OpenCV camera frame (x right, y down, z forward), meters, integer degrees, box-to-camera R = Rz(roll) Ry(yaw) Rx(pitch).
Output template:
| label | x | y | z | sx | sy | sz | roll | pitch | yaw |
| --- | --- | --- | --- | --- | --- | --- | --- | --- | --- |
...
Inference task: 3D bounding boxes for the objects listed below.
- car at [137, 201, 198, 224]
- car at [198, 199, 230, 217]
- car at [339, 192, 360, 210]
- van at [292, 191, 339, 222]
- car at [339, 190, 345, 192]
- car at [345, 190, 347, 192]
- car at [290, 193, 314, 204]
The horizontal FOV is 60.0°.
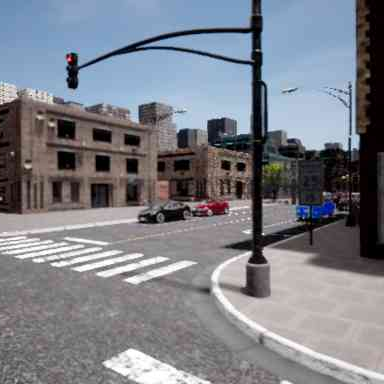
| label | x | y | z | sx | sy | sz | roll | pitch | yaw |
| --- | --- | --- | --- | --- | --- | --- | --- | --- | --- |
| car | -1.816 | 1.305 | 22.727 | 1.947 | 1.339 | 4.313 | 1 | 1 | 37 |
| car | 1.577 | 1.231 | 27.303 | 1.802 | 1.307 | 4.206 | 1 | 1 | 37 |
| car | 15.104 | 0.987 | 31.475 | 2.008 | 1.369 | 4.403 | 0 | 1 | 37 |
| van | 8.318 | 0.955 | 22.321 | 1.690 | 1.788 | 3.998 | 1 | 1 | 37 |
| car | 25.324 | 0.614 | 59.330 | 1.802 | 1.307 | 4.206 | 1 | 1 | 37 |
| car | 28.716 | 0.385 | 63.903 | 1.967 | 1.590 | 4.097 | 0 | 1 | 37 |
| car | 15.147 | 0.860 | 45.604 | 1.947 | 1.339 | 4.313 | 1 | 1 | 37 |
